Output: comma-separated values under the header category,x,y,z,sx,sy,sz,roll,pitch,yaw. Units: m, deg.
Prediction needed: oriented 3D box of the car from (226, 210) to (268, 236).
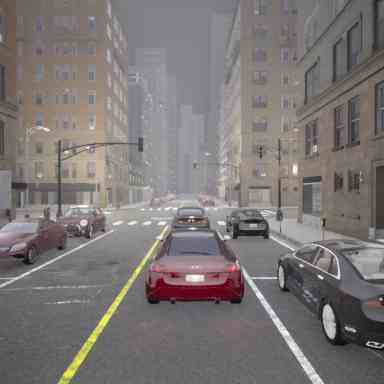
category,x,y,z,sx,sy,sz,roll,pitch,yaw
car,2.774,1.567,17.173,1.947,1.339,4.313,0,0,0

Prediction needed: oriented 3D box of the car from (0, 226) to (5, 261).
category,x,y,z,sx,sy,sz,roll,pitch,yaw
car,-5.697,1.566,6.128,1.947,1.339,4.313,0,0,0

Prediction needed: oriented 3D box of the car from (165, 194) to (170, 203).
category,x,y,z,sx,sy,sz,roll,pitch,yaw
car,-5.935,1.607,65.050,2.008,1.369,4.403,0,0,0

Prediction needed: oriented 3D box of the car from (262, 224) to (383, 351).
category,x,y,z,sx,sy,sz,roll,pitch,yaw
car,2.828,1.551,6.170,2.008,1.369,4.403,0,0,0

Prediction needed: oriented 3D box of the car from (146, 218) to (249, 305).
category,x,y,z,sx,sy,sz,roll,pitch,yaw
car,0.042,1.564,8.168,1.994,1.385,4.181,0,0,-1

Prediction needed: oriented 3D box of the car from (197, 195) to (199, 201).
category,x,y,z,sx,sy,sz,roll,pitch,yaw
car,2.590,1.607,65.080,2.008,1.369,4.403,0,0,0

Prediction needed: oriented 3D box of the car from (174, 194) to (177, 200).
category,x,y,z,sx,sy,sz,roll,pitch,yaw
car,-6.022,1.457,92.093,2.192,1.841,5.009,0,0,0

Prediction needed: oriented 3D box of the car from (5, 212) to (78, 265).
category,x,y,z,sx,sy,sz,roll,pitch,yaw
car,-5.724,1.582,11.629,1.802,1.307,4.206,0,0,0

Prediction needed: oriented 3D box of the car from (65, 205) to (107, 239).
category,x,y,z,sx,sy,sz,roll,pitch,yaw
car,-5.752,1.441,17.131,1.967,1.590,4.097,0,0,0

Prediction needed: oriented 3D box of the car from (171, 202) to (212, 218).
category,x,y,z,sx,sy,sz,roll,pitch,yaw
car,-0.046,1.506,17.081,1.837,1.490,4.892,0,0,0

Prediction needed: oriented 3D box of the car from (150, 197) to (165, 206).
category,x,y,z,sx,sy,sz,roll,pitch,yaw
car,-5.901,1.618,54.233,1.802,1.307,4.206,0,0,0

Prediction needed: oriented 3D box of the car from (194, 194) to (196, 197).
category,x,y,z,sx,sy,sz,roll,pitch,yaw
car,2.502,1.457,92.126,2.192,1.841,5.009,0,0,0

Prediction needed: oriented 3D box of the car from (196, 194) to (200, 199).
category,x,y,z,sx,sy,sz,roll,pitch,yaw
car,2.555,1.524,75.898,1.967,1.590,4.097,0,0,0

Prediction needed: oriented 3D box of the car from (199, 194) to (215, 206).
category,x,y,z,sx,sy,sz,roll,pitch,yaw
car,2.623,1.476,54.263,1.967,1.590,4.097,0,0,0

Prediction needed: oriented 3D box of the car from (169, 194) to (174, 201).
category,x,y,z,sx,sy,sz,roll,pitch,yaw
car,-5.986,1.626,81.106,1.752,1.417,4.829,0,0,0

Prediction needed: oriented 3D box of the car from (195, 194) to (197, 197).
category,x,y,z,sx,sy,sz,roll,pitch,yaw
car,2.520,1.561,86.716,1.967,1.590,4.097,0,0,0
